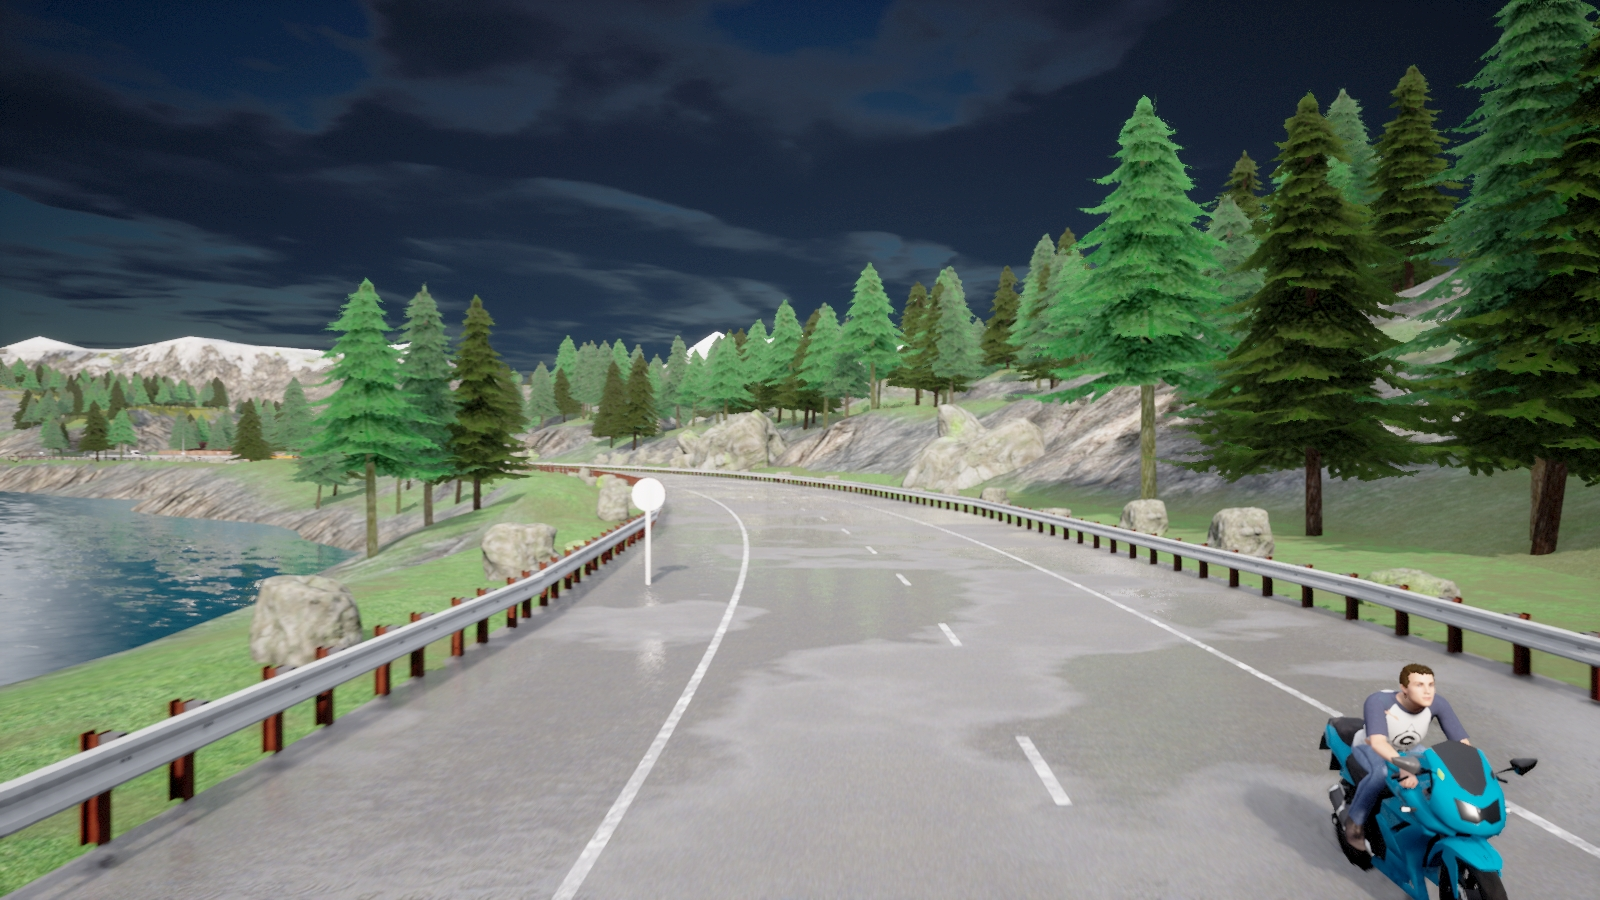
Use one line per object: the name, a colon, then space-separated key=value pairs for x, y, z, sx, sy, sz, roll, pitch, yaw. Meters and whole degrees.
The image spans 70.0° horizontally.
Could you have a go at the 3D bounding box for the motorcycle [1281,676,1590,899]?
motorcycle: x=3.708 y=2.178 z=6.918 sx=0.803 sy=1.217 sz=2.033 roll=0 pitch=0 yaw=2
